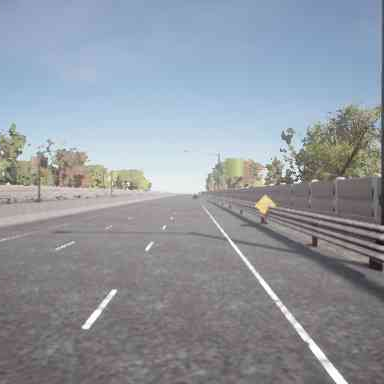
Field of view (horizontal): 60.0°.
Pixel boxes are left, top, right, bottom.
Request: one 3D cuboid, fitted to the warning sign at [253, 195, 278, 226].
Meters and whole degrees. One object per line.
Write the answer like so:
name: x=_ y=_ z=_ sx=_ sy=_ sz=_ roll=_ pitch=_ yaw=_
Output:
warning sign: x=4.540 y=1.104 z=20.560 sx=1.300 sy=1.860 sz=1.060 roll=-1 pitch=-1 yaw=0
